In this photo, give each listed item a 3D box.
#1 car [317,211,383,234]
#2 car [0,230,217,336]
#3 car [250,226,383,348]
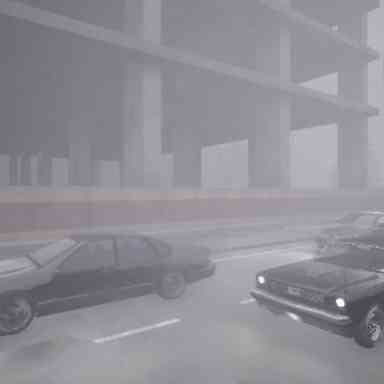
[{"bbox_3d":[6.880,1.523,13.205,4.674,1.442,1.812,0,0,-35],"label":"car"},{"bbox_3d":[-1.980,1.550,6.879,5.357,1.411,2.033,0,0,-36],"label":"car"},{"bbox_3d":[3.359,1.600,6.392,4.718,1.301,1.895,0,0,-35],"label":"car"}]
